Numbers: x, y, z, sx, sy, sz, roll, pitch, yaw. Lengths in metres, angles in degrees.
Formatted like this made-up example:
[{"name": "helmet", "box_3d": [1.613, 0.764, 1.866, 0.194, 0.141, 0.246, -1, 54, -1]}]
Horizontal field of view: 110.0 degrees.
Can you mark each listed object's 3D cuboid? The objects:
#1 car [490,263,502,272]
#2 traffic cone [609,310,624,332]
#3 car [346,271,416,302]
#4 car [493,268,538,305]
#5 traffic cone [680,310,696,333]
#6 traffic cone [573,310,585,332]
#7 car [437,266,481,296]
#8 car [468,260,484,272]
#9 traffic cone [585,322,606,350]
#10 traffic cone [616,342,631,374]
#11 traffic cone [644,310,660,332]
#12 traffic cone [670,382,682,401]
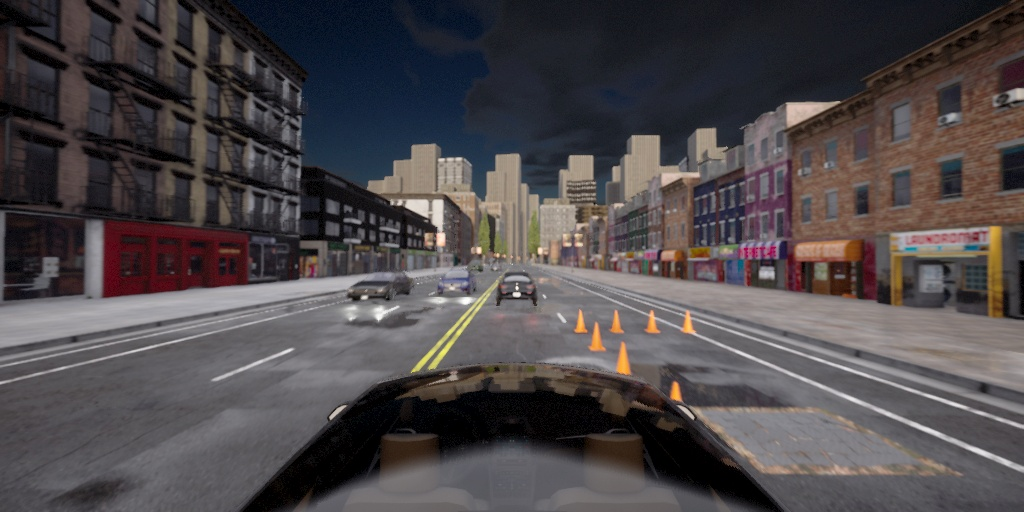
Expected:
[{"name": "car", "box_3d": [-2.723, 1.982, 61.776, 2.128, 1.511, 4.902, 0, -1, 1]}, {"name": "traffic cone", "box_3d": [2.926, 1.815, 10.075, 0.340, 0.580, 0.340, 0, 0, 1]}, {"name": "car", "box_3d": [-6.459, 1.472, 18.420, 2.033, 1.411, 5.357, 0, -1, 1]}, {"name": "car", "box_3d": [0.229, 1.460, 17.170, 1.812, 1.442, 4.674, 0, -1, 1]}, {"name": "traffic cone", "box_3d": [4.926, 1.822, 10.055, 0.340, 0.580, 0.340, 0, 0, 1]}, {"name": "traffic cone", "box_3d": [1.926, 1.812, 10.085, 0.340, 0.580, 0.340, 0, 0, 1]}, {"name": "car", "box_3d": [-3.177, 1.499, 21.468, 1.812, 1.442, 4.674, 0, -1, 1]}, {"name": "car", "box_3d": [-5.988, 1.667, 59.860, 2.150, 2.045, 5.566, 0, -1, 1]}, {"name": "traffic cone", "box_3d": [1.906, 1.788, 8.085, 0.340, 0.580, 0.340, 0, 0, 1]}, {"name": "traffic cone", "box_3d": [1.887, 1.764, 6.085, 0.340, 0.580, 0.340, 0, 0, 1]}, {"name": "traffic cone", "box_3d": [3.926, 1.819, 10.065, 0.340, 0.580, 0.340, 0, 0, 1]}, {"name": "traffic cone", "box_3d": [1.867, 1.740, 4.086, 0.340, 0.580, 0.340, 0, 0, 1]}]
